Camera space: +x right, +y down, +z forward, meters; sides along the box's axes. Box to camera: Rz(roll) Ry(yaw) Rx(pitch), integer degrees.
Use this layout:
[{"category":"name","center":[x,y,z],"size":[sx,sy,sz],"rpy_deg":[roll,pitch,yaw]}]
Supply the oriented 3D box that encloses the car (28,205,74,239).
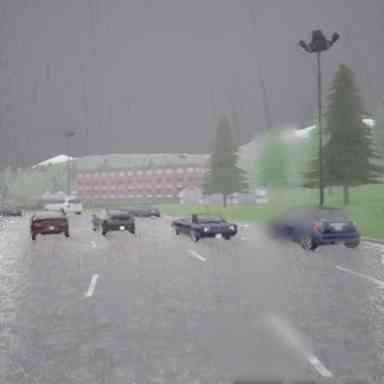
[{"category":"car","center":[-8.411,1.753,19.492],"size":[1.882,1.535,5.008],"rpy_deg":[0,-1,-27]}]

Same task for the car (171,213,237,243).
[{"category":"car","center":[0.424,1.709,16.987],"size":[1.895,1.301,4.718],"rpy_deg":[-1,0,-20]}]

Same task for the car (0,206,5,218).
[{"category":"car","center":[-13.944,1.878,21.945],"size":[2.128,1.511,4.902],"rpy_deg":[0,-1,-34]}]

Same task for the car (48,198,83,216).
[{"category":"car","center":[-14.857,1.735,38.315],"size":[5.566,2.045,2.150],"rpy_deg":[-1,-1,38]}]

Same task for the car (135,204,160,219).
[{"category":"car","center":[-4.955,1.875,33.383],"size":[1.994,1.385,4.181],"rpy_deg":[-1,0,-38]}]

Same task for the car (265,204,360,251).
[{"category":"car","center":[4.946,1.367,14.396],"size":[2.097,1.767,4.553],"rpy_deg":[-1,0,-13]}]

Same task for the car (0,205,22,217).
[{"category":"car","center":[-21.695,2.195,38.609],"size":[4.181,1.385,1.994],"rpy_deg":[-1,-1,32]}]

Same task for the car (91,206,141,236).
[{"category":"car","center":[-4.814,1.723,20.093],"size":[1.837,1.490,4.892],"rpy_deg":[0,-1,-26]}]
